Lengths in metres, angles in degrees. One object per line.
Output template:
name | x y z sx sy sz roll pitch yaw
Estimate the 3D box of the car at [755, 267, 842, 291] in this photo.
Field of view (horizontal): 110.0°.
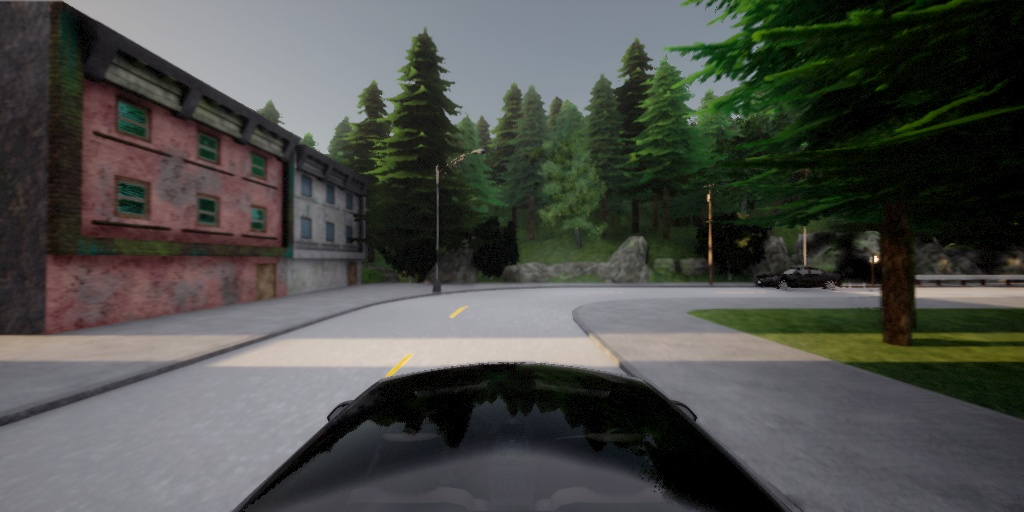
car | 19.043 1.474 24.009 5.008 1.535 1.882 0 -1 0
